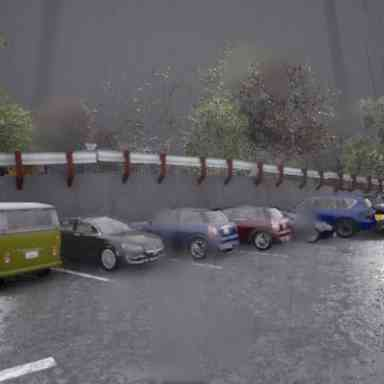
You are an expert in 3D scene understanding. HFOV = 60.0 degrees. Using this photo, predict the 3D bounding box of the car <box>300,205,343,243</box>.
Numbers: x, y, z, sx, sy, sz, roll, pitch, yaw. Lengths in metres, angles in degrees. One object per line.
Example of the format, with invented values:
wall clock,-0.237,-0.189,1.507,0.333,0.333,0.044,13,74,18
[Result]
car,4.364,1.519,16.098,4.792,1.488,2.163,-1,-1,35

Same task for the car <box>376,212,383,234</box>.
car,8.892,1.529,12.171,4.674,1.442,1.812,0,0,-36

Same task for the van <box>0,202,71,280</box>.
van,-5.599,1.263,9.158,4.442,1.987,1.878,-1,-1,34

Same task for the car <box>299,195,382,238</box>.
car,6.771,1.239,17.892,5.566,2.045,2.435,-1,0,34

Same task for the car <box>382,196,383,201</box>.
car,11.740,1.239,21.367,5.566,2.045,2.435,-1,-1,35

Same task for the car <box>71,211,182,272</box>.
car,-3.043,1.489,10.856,4.892,1.521,2.231,-1,-1,34

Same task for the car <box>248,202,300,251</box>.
car,1.901,1.363,14.343,4.553,1.767,2.185,-1,-1,34

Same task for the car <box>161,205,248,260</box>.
car,-0.559,1.363,12.576,4.553,1.767,2.185,-1,-1,35

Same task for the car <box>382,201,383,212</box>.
car,9.413,1.485,19.527,5.366,1.575,1.946,-1,-1,34
